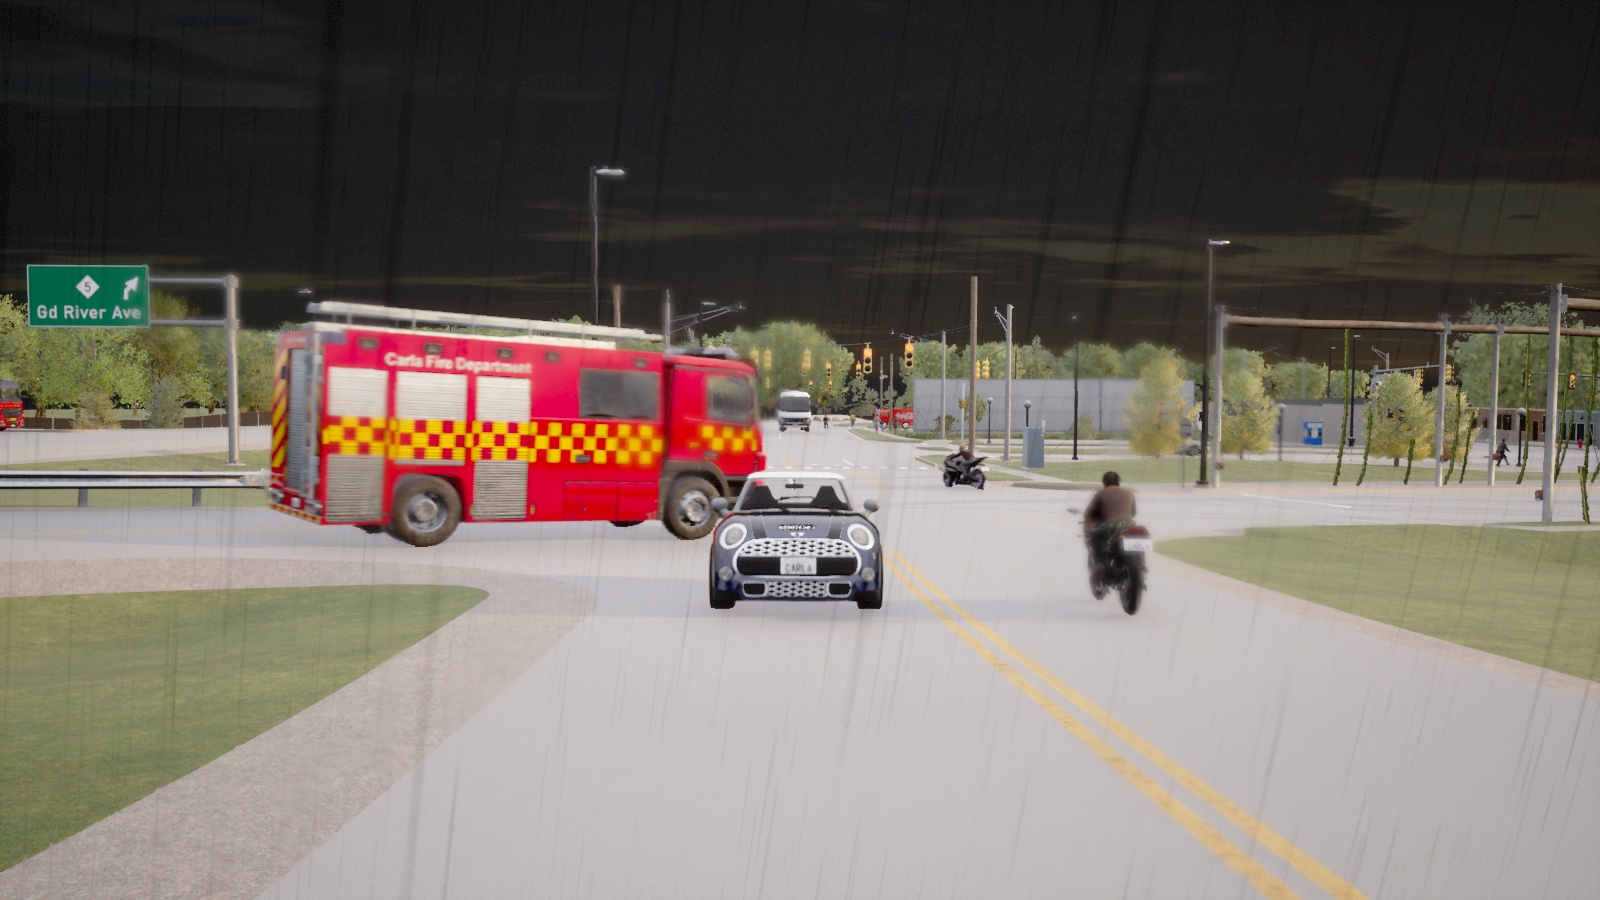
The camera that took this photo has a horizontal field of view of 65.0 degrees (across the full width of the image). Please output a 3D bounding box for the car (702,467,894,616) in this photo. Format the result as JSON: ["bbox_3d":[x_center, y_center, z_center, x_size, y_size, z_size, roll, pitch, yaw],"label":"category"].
[{"bbox_3d":[-0.045,0.963,14.762,1.970,1.475,3.806,0,0,-1],"label":"car"}]

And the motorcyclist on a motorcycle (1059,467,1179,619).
[{"bbox_3d":[3.471,0.968,13.857,0.797,1.523,2.044,0,0,0],"label":"motorcyclist on a motorcycle"}]

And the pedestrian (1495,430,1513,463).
[{"bbox_3d":[43.129,-0.214,76.930,0.788,1.949,0.423,0,3,0],"label":"pedestrian"}]

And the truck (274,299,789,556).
[{"bbox_3d":[-4.523,-0.337,22.452,8.468,3.827,2.891,1,2,-37],"label":"truck"}]

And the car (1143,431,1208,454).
[{"bbox_3d":[25.870,-0.514,86.651,3.806,1.475,1.970,0,3,-5],"label":"car"}]

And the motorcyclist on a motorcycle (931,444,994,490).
[{"bbox_3d":[5.664,0.587,43.897,0.866,1.530,2.191,1,1,-35],"label":"motorcyclist on a motorcycle"}]
